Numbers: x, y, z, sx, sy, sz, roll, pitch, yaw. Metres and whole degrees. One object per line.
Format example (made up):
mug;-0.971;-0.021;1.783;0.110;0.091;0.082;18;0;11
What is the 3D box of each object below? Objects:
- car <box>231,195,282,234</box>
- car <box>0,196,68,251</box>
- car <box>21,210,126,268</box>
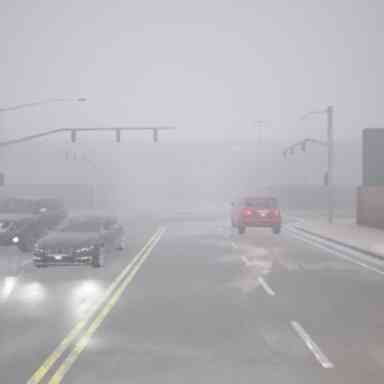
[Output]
car;3.529;1.194;19.091;2.150;2.045;5.566;0;0;0
car;-6.999;1.204;14.025;2.150;2.045;5.566;0;0;0
car;-3.530;1.490;11.257;1.837;1.490;4.892;0;0;1
